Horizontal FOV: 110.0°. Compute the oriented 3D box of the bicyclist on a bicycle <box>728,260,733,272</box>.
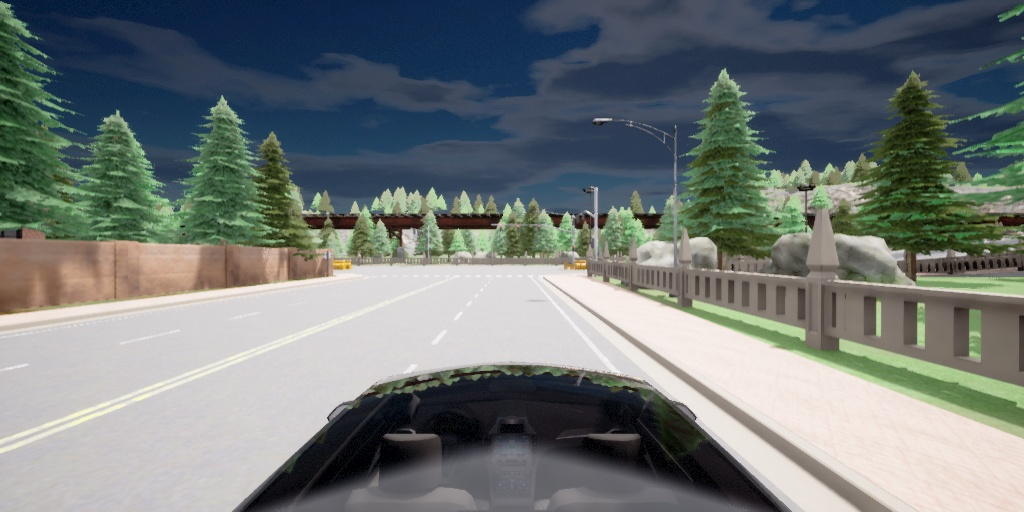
[{"bbox_3d":[20.260,1.025,33.497,0.582,1.620,1.656,0,0,0],"label":"bicyclist on a bicycle"}]
